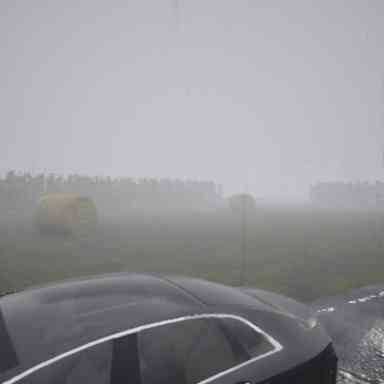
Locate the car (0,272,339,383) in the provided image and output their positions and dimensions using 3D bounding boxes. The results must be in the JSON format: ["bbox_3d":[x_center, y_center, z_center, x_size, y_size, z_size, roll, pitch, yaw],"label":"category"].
[{"bbox_3d":[-0.965,1.482,2.287,4.892,1.490,1.837,0,0,-35],"label":"car"}]
